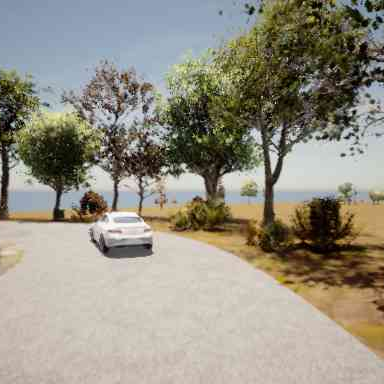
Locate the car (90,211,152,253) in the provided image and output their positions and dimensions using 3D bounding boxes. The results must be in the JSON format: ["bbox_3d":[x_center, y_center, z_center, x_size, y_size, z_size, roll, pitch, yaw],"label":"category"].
[{"bbox_3d":[-2.978,1.514,13.670,1.812,1.442,4.674,0,0,-24],"label":"car"}]
